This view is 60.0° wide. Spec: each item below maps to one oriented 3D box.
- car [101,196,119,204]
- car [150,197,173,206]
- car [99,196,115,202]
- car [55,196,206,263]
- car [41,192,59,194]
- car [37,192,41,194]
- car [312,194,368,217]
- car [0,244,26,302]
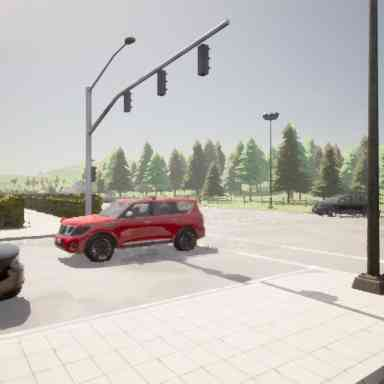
[{"bbox_3d":[-15.854,1.564,64.293,1.994,1.385,4.181,0,0,-35],"label":"car"},{"bbox_3d":[-5.091,1.563,54.819,1.994,1.385,4.181,0,0,-35],"label":"car"},{"bbox_3d":[-19.269,1.553,75.256,1.994,1.385,4.181,0,0,-35],"label":"car"},{"bbox_3d":[-2.042,1.223,12.358,5.566,2.045,2.150,0,0,-35],"label":"car"},{"bbox_3d":[-24.127,1.221,57.611,2.150,2.045,5.566,0,0,-35],"label":"car"},{"bbox_3d":[-29.798,1.057,65.852,2.150,2.045,5.566,0,0,-35],"label":"car"},{"bbox_3d":[13.965,1.220,30.431,5.566,2.045,2.150,0,2,-5],"label":"car"},{"bbox_3d":[-5.580,1.478,5.539,5.008,1.535,1.882,0,0,-35],"label":"car"}]
